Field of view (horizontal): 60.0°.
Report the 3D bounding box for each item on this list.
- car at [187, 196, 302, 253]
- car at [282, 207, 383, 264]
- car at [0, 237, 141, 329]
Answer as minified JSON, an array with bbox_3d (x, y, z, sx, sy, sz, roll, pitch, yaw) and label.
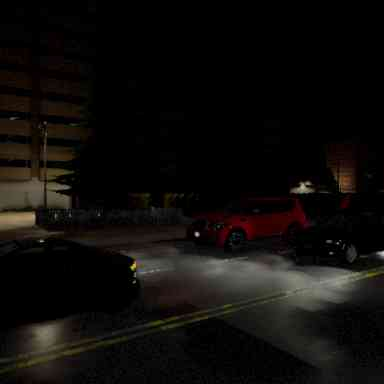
[{"bbox_3d":[2.453,1.220,14.017,5.566,2.045,2.150,0,0,-35],"label":"car"},{"bbox_3d":[5.783,1.477,12.016,5.008,1.535,1.882,0,0,-34],"label":"car"},{"bbox_3d":[-3.078,1.564,6.085,4.181,1.385,1.994,0,0,-34],"label":"car"}]
